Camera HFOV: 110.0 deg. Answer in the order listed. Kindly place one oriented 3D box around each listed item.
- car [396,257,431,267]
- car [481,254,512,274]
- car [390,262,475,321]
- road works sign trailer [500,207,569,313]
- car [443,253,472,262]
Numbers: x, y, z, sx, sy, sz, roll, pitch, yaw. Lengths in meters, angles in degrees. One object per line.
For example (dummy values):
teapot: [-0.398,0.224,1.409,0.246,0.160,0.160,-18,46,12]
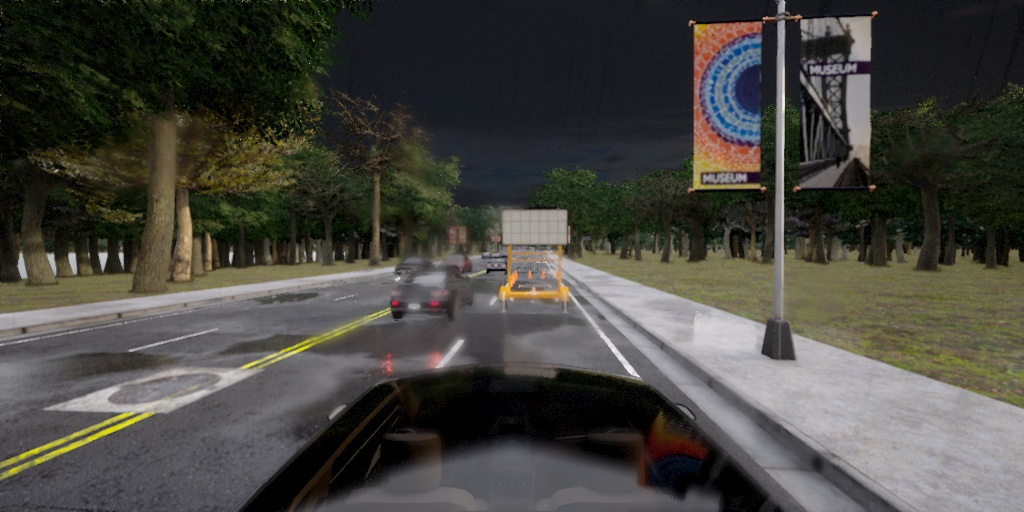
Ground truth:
car: [-7.934,0.822,29.709,2.033,1.411,5.357,0,1,4]
car: [-1.108,0.790,31.338,2.033,1.411,5.357,0,1,4]
car: [-2.404,1.112,11.673,1.812,1.442,4.674,0,1,4]
road works sign trailer: [0.822,0.027,13.039,2.380,3.560,2.880,0,0,4]
car: [-4.637,0.616,30.248,2.097,1.767,4.553,0,1,4]
